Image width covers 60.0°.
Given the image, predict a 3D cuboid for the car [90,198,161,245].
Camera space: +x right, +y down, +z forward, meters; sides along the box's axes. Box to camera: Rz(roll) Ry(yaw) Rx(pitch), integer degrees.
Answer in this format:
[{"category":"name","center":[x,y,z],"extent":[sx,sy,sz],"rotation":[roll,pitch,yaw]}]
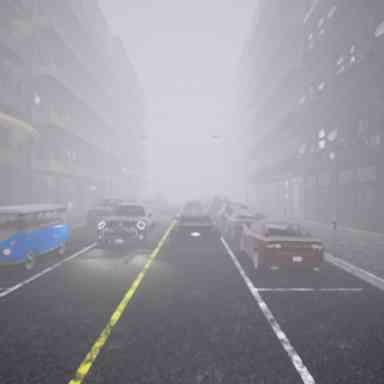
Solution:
[{"category":"car","center":[-2.801,1.311,15.116],"extent":[2.097,1.767,4.553],"rotation":[0,0,0]}]

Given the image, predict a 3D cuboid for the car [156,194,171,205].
[{"category":"car","center":[-5.140,1.225,54.756],"extent":[2.192,1.841,5.009],"rotation":[1,0,0]}]

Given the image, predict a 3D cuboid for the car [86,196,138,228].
[{"category":"car","center":[-5.233,1.260,21.574],"extent":[2.192,1.841,5.009],"rotation":[1,0,0]}]

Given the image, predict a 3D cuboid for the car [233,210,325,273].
[{"category":"car","center":[2.610,1.517,10.430],"extent":[1.887,1.381,4.507],"rotation":[1,0,0]}]

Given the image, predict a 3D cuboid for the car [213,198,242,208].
[{"category":"car","center":[2.652,1.389,21.491],"extent":[1.967,1.590,4.097],"rotation":[1,0,0]}]

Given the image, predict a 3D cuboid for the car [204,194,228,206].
[{"category":"car","center":[2.644,1.244,32.553],"extent":[2.192,1.841,5.009],"rotation":[1,0,0]}]

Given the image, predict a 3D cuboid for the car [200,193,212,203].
[{"category":"car","center":[2.737,1.232,65.742],"extent":[2.192,1.841,5.009],"rotation":[1,0,0]}]

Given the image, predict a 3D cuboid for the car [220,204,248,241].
[{"category":"car","center":[2.626,1.504,15.960],"extent":[1.887,1.381,4.507],"rotation":[1,0,0]}]

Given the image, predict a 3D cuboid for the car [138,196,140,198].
[{"category":"car","center":[-5.217,1.250,27.104],"extent":[2.192,1.841,5.009],"rotation":[1,0,0]}]

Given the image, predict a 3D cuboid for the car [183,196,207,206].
[{"category":"car","center":[0.189,1.434,31.498],"extent":[1.837,1.490,4.892],"rotation":[0,0,0]}]

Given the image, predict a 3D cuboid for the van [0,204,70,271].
[{"category":"van","center":[-5.265,1.310,10.513],"extent":[1.690,1.788,3.998],"rotation":[1,0,0]}]

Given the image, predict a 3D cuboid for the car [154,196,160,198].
[{"category":"car","center":[-5.192,1.485,38.167],"extent":[1.947,1.339,4.313],"rotation":[1,0,0]}]

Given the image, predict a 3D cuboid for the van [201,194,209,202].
[{"category":"van","center":[2.752,1.263,71.274],"extent":[1.690,1.788,3.998],"rotation":[1,0,0]}]

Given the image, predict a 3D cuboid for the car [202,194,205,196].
[{"category":"car","center":[2.672,1.358,43.616],"extent":[1.967,1.590,4.097],"rotation":[1,0,0]}]

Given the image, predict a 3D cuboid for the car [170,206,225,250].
[{"category":"car","center":[0.138,1.526,14.253],"extent":[1.994,1.385,4.181],"rotation":[0,0,0]}]

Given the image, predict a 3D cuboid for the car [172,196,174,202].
[{"category":"car","center":[-5.084,1.507,76.882],"extent":[1.802,1.307,4.206],"rotation":[1,0,0]}]
